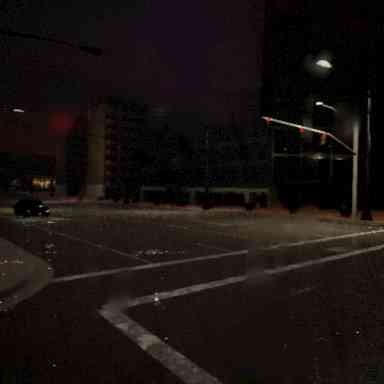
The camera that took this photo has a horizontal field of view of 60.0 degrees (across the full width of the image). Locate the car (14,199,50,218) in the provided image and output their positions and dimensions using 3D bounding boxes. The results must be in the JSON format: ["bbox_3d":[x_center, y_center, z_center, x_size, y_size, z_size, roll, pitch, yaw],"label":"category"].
[{"bbox_3d":[-13.149,1.347,27.236,1.837,1.490,4.892,1,1,-40],"label":"car"}]
